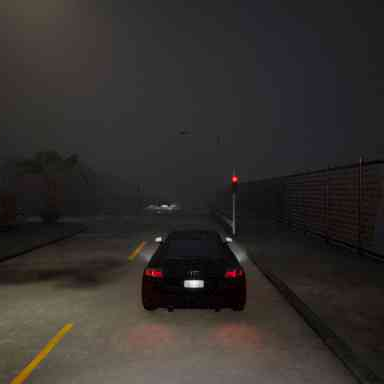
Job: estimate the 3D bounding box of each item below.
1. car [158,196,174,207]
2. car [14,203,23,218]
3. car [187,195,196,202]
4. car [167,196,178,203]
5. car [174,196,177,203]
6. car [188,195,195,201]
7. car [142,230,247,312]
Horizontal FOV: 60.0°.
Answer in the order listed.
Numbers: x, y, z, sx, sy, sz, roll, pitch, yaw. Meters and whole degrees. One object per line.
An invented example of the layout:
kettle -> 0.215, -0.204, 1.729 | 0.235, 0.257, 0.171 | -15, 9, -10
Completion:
car -> -4.224, 1.478, 51.816 | 1.882, 1.535, 5.008 | 0, 0, 0
car -> -16.632, 1.222, 26.597 | 5.566, 2.045, 2.150 | 0, 0, 0
car -> -0.192, 1.524, 75.515 | 1.812, 1.442, 4.674 | 0, 0, 0
car -> -4.182, 1.540, 71.390 | 2.033, 1.411, 5.357 | 0, 0, 0
car -> -4.220, 1.492, 61.082 | 2.128, 1.511, 4.902 | 0, 0, 0
car -> -0.220, 1.524, 85.755 | 1.812, 1.442, 4.674 | 0, 0, 0
car -> 0.044, 1.564, 7.785 | 1.994, 1.385, 4.181 | 0, 0, 0
